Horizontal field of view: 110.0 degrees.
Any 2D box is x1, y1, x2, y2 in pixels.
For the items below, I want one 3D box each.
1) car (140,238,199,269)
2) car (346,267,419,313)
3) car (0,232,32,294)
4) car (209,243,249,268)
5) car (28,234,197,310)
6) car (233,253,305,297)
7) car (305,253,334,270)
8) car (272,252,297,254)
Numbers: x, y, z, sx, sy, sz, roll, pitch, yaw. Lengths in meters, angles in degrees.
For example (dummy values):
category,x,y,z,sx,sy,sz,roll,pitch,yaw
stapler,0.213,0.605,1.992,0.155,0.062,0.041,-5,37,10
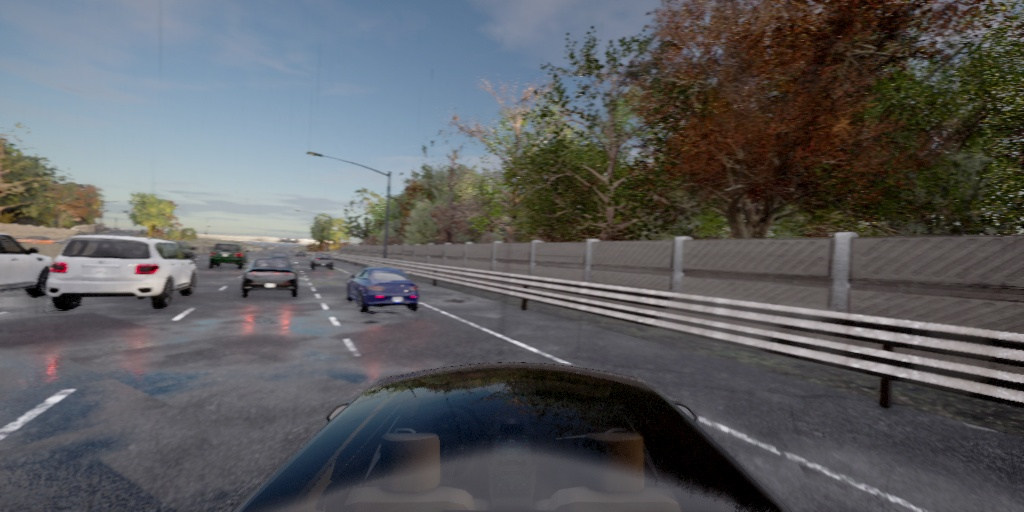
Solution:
category,x,y,z,sx,sy,sz,roll,pitch,yaw
car,-26.342,-0.202,27.827,2.150,2.045,5.566,3,-1,-32
car,-4.752,1.118,13.022,1.812,1.442,4.674,3,-1,-32
car,-14.716,0.254,9.375,2.150,2.045,5.566,3,-1,-32
car,-23.500,-0.034,29.881,2.150,2.045,5.566,3,-1,-32
car,-11.818,0.424,11.334,2.150,2.045,5.566,3,-1,-32
car,-10.183,0.817,15.276,2.128,1.511,4.902,3,0,-32
car,-18.594,0.541,34.990,2.128,1.511,4.902,3,-1,-32
car,-20.780,0.400,32.089,2.128,1.511,4.902,3,-1,-32
